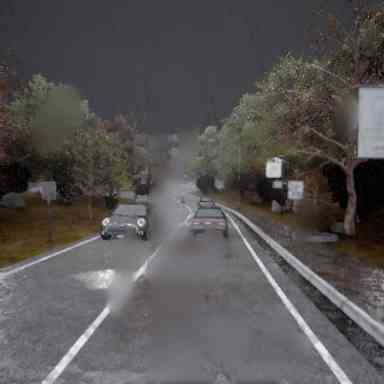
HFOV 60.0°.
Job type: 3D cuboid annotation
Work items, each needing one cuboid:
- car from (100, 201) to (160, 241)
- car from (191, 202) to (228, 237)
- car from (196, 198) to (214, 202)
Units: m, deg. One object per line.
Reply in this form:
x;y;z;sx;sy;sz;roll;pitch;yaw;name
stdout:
-2.871;1.294;16.342;2.097;1.767;4.553;0;0;3;car
0.942;1.514;17.810;2.033;1.411;5.357;0;0;4;car
1.562;1.394;38.409;2.128;1.511;4.902;0;0;-1;car
